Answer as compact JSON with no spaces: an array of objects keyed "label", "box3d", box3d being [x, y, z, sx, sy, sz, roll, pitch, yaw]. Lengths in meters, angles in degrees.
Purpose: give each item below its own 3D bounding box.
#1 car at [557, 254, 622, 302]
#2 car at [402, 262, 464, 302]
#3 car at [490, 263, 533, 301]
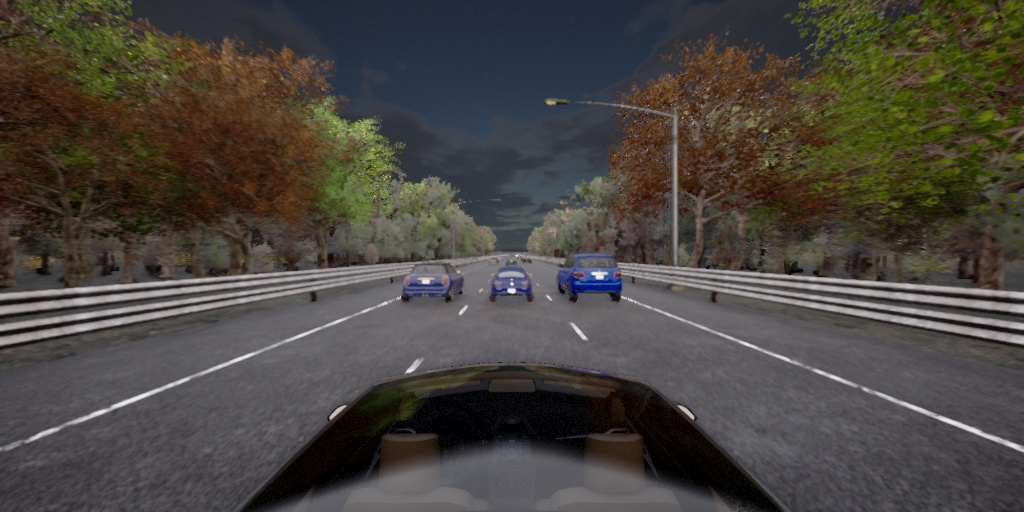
[{"label":"car","box3d":[3.482,0.924,16.928,2.150,2.045,5.566,0,0,0]},{"label":"car","box3d":[-3.519,1.064,16.778,2.097,1.767,4.553,0,0,0]},{"label":"car","box3d":[-0.019,1.233,16.879,1.812,1.442,4.674,0,0,0]}]
